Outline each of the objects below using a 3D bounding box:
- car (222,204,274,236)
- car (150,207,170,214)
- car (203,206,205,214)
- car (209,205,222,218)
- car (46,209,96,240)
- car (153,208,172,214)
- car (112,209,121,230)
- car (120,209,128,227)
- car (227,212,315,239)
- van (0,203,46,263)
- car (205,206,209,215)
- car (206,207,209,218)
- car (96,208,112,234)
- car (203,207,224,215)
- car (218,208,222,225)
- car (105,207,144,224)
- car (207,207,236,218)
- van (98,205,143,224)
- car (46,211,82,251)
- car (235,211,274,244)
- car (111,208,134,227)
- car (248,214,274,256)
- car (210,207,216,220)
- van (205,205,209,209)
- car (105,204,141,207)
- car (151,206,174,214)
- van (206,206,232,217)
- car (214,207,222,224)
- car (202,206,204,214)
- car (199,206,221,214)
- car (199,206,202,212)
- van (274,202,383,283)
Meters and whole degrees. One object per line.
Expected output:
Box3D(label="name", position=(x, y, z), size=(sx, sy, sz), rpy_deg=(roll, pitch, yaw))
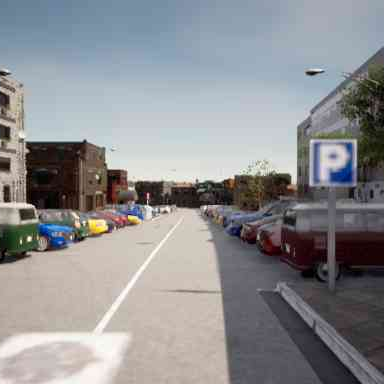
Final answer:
Box3D(label="car", position=(4.622, 1.583, 17.348), size=(5.566, 2.045, 2.435), rpy_deg=(0, -2, 0))
Box3D(label="car", position=(-7.648, 4.421, 79.813), size=(4.553, 1.767, 2.185), rpy_deg=(0, -3, 0))
Box3D(label="car", position=(4.645, 3.295, 50.954), size=(5.008, 1.535, 2.097), rpy_deg=(0, -2, 0))
Box3D(label="car", position=(4.618, 2.679, 39.672), size=(4.553, 1.767, 2.185), rpy_deg=(0, -2, 0))
Box3D(label="car", position=(-7.648, 1.695, 17.079), size=(4.553, 1.767, 2.185), rpy_deg=(0, -2, 0))
Box3D(label="car", position=(-7.676, 4.848, 85.801), size=(4.674, 1.452, 2.002), rpy_deg=(0, -2, 0))
Box3D(label="car", position=(-7.651, 2.098, 22.777), size=(4.792, 1.488, 2.163), rpy_deg=(0, -2, 0))
Box3D(label="car", position=(-7.677, 2.230, 25.563), size=(4.674, 1.452, 2.002), rpy_deg=(0, -2, 0))
Box3D(label="car", position=(4.621, 1.985, 20.126), size=(4.792, 1.488, 2.163), rpy_deg=(0, -2, 0))
Box3D(label="van", position=(-7.796, 1.381, 11.521), size=(4.442, 1.987, 1.878), rpy_deg=(0, -2, 0))
Box3D(label="car", position=(4.656, 3.048, 45.247), size=(4.892, 1.521, 2.231), rpy_deg=(0, -2, 0))
Box3D(label="car", position=(4.644, 2.927, 42.455), size=(4.892, 1.521, 2.231), rpy_deg=(0, -2, 0))
Box3D(label="car", position=(-7.865, 1.944, 19.989), size=(5.366, 1.575, 1.946), rpy_deg=(0, -2, 0))
Box3D(label="car", position=(4.682, 4.134, 73.162), size=(4.553, 1.767, 2.185), rpy_deg=(0, -2, 0))
Box3D(label="car", position=(4.680, 2.227, 25.708), size=(4.792, 1.488, 2.163), rpy_deg=(0, -2, 0))
Box3D(label="car", position=(-7.494, 2.429, 31.143), size=(5.366, 1.575, 1.946), rpy_deg=(0, -2, 0))
Box3D(label="car", position=(4.681, 3.285, 53.626), size=(4.553, 1.767, 2.185), rpy_deg=(0, -2, 0))
Box3D(label="van", position=(-7.796, 2.443, 36.605), size=(4.442, 1.987, 1.878), rpy_deg=(0, -2, 0))
Box3D(label="car", position=(-7.685, 1.704, 14.286), size=(5.008, 1.535, 2.097), rpy_deg=(0, -2, 0))
Box3D(label="car", position=(4.650, 1.719, 14.605), size=(5.008, 1.535, 2.097), rpy_deg=(0, -3, 0))
Box3D(label="car", position=(-7.677, 2.346, 28.228), size=(4.674, 1.452, 2.002), rpy_deg=(0, -2, 0))
Box3D(label="car", position=(4.680, 1.646, 11.773), size=(4.792, 1.488, 2.163), rpy_deg=(0, -2, 0))
Box3D(label="car", position=(4.836, 2.559, 34.083), size=(5.366, 1.575, 1.946), rpy_deg=(0, -3, 0))
Box3D(label="van", position=(4.534, 2.942, 48.048), size=(4.442, 1.987, 1.878), rpy_deg=(0, -2, 0))
Box3D(label="car", position=(-7.708, 2.297, 33.817), size=(5.566, 2.045, 2.435), rpy_deg=(0, -2, 0))
Box3D(label="car", position=(-7.708, 4.174, 77.008), size=(5.566, 2.045, 2.435), rpy_deg=(0, -2, 0))
Box3D(label="van", position=(4.767, 3.428, 59.211), size=(4.442, 1.987, 1.878), rpy_deg=(0, -2, 0))
Box3D(label="car", position=(4.836, 2.316, 28.501), size=(5.366, 1.575, 1.946), rpy_deg=(0, -2, 0))
Box3D(label="car", position=(4.679, 3.804, 61.994), size=(4.792, 1.488, 2.163), rpy_deg=(0, -3, 0))
Box3D(label="car", position=(4.623, 4.615, 87.123), size=(5.566, 2.045, 2.435), rpy_deg=(0, -2, 0))
Box3D(label="car", position=(4.678, 3.766, 67.587), size=(5.566, 2.045, 2.435), rpy_deg=(0, -2, 0))
Box3D(label="van", position=(4.767, 1.312, 8.996), size=(4.442, 1.987, 1.878), rpy_deg=(0, -2, 0))
